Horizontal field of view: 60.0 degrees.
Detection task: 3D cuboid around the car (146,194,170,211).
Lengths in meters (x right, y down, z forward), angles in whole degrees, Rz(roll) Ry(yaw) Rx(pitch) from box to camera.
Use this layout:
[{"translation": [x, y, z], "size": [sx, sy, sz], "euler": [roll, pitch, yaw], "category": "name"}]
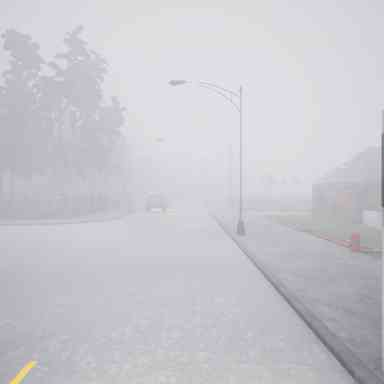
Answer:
[{"translation": [-4.248, 1.221, 40.369], "size": [2.150, 2.045, 5.566], "euler": [0, 0, 0], "category": "car"}]
